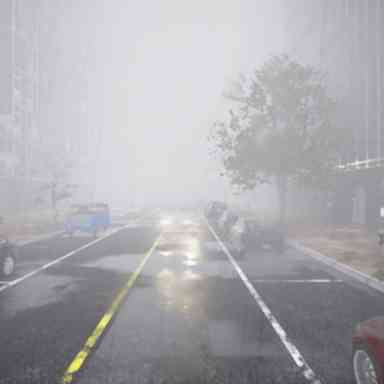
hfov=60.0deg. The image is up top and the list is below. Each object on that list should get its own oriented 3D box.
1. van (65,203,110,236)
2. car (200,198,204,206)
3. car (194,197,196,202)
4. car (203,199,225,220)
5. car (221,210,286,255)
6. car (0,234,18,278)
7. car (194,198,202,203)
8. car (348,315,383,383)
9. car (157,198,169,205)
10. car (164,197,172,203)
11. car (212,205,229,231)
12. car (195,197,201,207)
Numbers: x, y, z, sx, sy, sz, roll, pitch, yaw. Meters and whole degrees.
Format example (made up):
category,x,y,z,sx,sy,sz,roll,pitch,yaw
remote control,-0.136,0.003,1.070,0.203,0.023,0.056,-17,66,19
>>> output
category,x,y,z,sx,sy,sz,roll,pitch,yaw
van,-5.904,1.515,19.179,1.690,1.788,3.998,0,0,-1
car,2.274,1.716,36.349,1.967,1.590,4.097,0,0,-1
car,1.804,2.105,76.191,1.947,1.339,4.313,0,0,-1
car,2.342,1.675,30.657,1.967,1.590,4.097,0,0,-1
car,2.543,1.658,13.580,2.008,1.369,4.403,0,0,-1
car,-5.770,1.634,7.793,2.008,1.369,4.403,0,0,-1
car,1.670,2.173,87.575,1.947,1.339,4.313,0,0,-1
car,2.677,1.595,2.197,1.802,1.307,4.206,0,0,-1
car,-6.508,2.071,70.407,1.887,1.381,4.507,0,0,-1
car,-6.778,2.227,93.176,1.947,1.339,4.313,0,0,-1
car,2.476,1.702,19.272,2.008,1.369,4.403,0,0,-1
car,2.006,1.977,59.116,1.887,1.381,4.507,0,0,-1
